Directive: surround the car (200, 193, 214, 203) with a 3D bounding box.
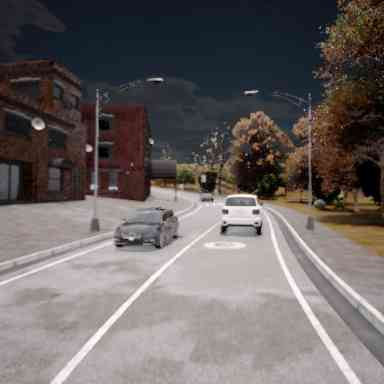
[{"bbox_3d":[2.420,0.905,55.337,1.882,1.535,5.008,1,1,-5],"label":"car"}]

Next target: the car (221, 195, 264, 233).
[{"bbox_3d":[2.987,1.165,19.532,2.150,2.045,5.566,0,0,11],"label":"car"}]

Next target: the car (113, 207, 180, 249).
[{"bbox_3d":[-1.795,1.475,14.567,1.837,1.490,4.892,0,0,10],"label":"car"}]

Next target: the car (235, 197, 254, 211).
[{"bbox_3d":[6.033,1.362,38.519,1.895,1.301,4.718,0,1,5],"label":"car"}]
